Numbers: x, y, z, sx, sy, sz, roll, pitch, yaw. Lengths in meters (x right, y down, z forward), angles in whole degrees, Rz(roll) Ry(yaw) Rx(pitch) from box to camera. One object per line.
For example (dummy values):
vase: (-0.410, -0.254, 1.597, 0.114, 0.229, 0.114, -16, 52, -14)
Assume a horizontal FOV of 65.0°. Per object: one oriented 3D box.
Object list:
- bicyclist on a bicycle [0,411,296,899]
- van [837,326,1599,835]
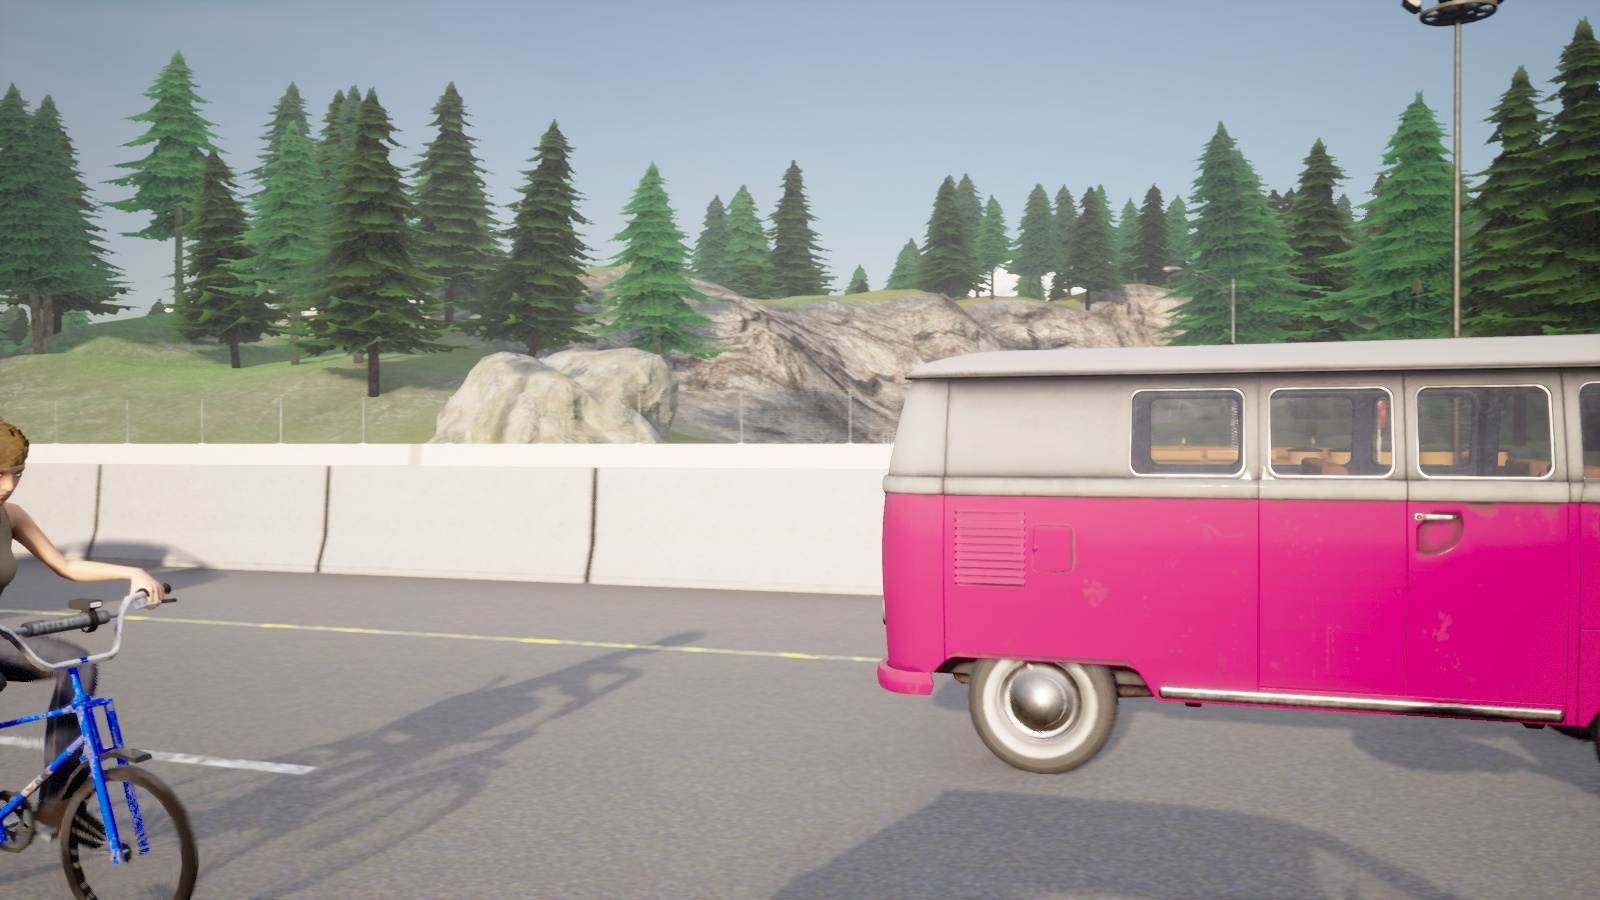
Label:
bicyclist on a bicycle: (-2.550, 0.689, 4.055, 1.509, 1.612, 0.866, 1, 1, 19)
van: (2.564, 0.493, 6.019, 4.442, 1.987, 1.775, 1, 1, 19)
